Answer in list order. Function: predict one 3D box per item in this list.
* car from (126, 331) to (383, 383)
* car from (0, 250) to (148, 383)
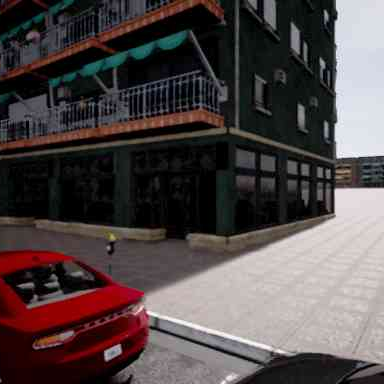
[{"bbox_3d":[1.947,1.570,1.484,4.313,1.339,1.947,0,0,36],"label":"car"},{"bbox_3d":[-2.637,1.521,4.764,4.507,1.381,1.887,0,0,36],"label":"car"}]
